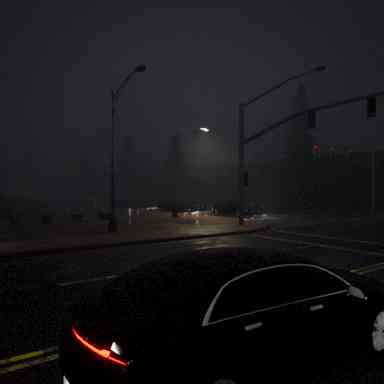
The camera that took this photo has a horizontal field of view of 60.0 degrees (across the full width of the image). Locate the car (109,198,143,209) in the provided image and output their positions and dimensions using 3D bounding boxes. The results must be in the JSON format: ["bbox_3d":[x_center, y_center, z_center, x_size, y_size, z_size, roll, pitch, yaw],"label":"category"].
[{"bbox_3d":[-9.429,1.526,45.785,4.674,1.442,1.812,0,0,36],"label":"car"}]

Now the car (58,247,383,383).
[{"bbox_3d":[0.858,1.505,4.408,4.892,1.490,1.837,0,0,-35],"label":"car"}]

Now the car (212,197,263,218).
[{"bbox_3d":[3.840,1.505,30.883,1.837,1.490,4.892,0,0,-36],"label":"car"}]

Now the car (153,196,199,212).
[{"bbox_3d":[-1.964,1.547,38.708,2.033,1.411,5.357,0,0,-39],"label":"car"}]

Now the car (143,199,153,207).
[{"bbox_3d":[-7.659,1.564,48.762,4.181,1.385,1.994,0,0,35],"label":"car"}]

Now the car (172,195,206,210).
[{"bbox_3d":[-0.311,1.505,41.936,1.837,1.490,4.892,0,0,-41],"label":"car"}]

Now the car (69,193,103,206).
[{"bbox_3d":[-17.358,1.216,54.342,5.566,2.045,2.150,1,0,19],"label":"car"}]
